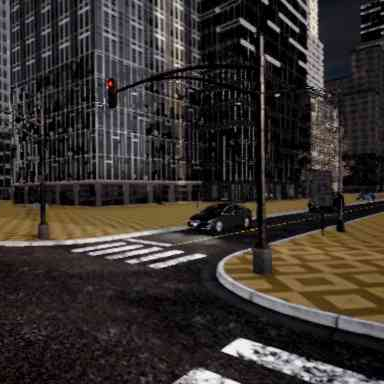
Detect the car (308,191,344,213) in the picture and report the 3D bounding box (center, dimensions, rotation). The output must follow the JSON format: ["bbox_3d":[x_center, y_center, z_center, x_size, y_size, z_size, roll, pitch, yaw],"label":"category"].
[{"bbox_3d":[13.763,0.978,33.875,2.150,2.045,5.566,0,0,40],"label":"car"}]

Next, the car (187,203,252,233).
[{"bbox_3d":[1.716,1.458,19.614,1.837,1.490,4.892,0,1,40],"label":"car"}]

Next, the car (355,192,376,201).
[{"bbox_3d":[23.855,0.682,45.681,1.882,1.535,5.008,0,0,40],"label":"car"}]
